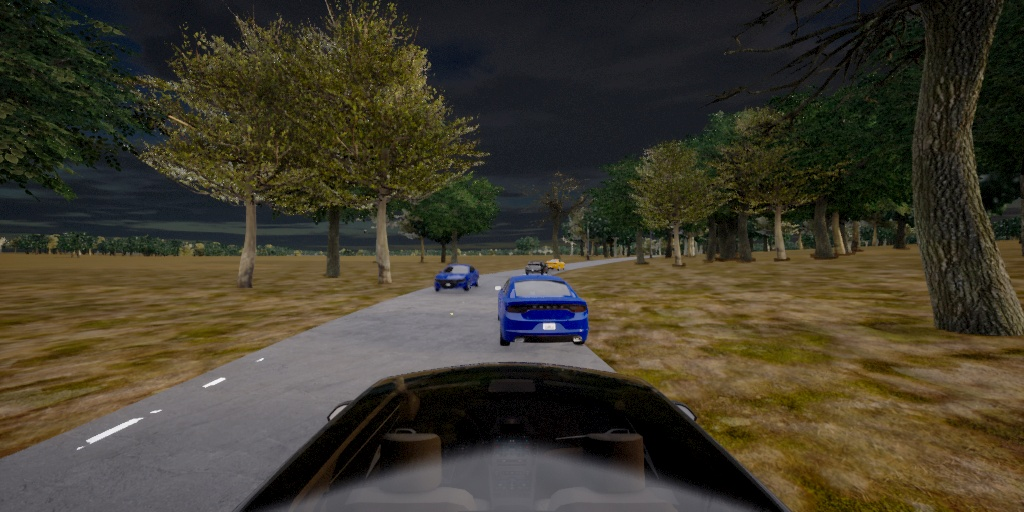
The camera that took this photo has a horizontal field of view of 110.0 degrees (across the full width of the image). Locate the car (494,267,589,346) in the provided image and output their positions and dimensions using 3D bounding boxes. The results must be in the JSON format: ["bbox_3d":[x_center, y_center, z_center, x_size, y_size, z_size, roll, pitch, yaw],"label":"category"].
[{"bbox_3d":[0.585,1.228,9.491,1.882,1.535,5.008,0,0,-3],"label":"car"}]

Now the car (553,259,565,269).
[{"bbox_3d":[5.817,1.148,48.347,1.882,1.535,5.008,0,1,21],"label":"car"}]

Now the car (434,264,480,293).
[{"bbox_3d":[-3.156,1.227,21.269,1.882,1.535,5.008,0,0,4],"label":"car"}]

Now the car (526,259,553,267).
[{"bbox_3d":[2.714,1.233,38.458,2.128,1.511,4.902,0,0,15],"label":"car"}]
